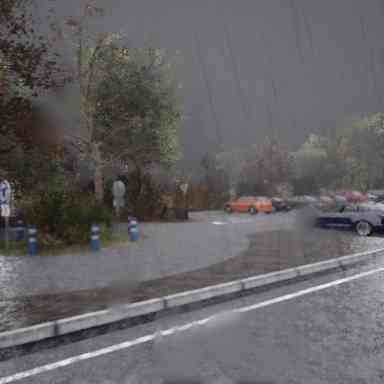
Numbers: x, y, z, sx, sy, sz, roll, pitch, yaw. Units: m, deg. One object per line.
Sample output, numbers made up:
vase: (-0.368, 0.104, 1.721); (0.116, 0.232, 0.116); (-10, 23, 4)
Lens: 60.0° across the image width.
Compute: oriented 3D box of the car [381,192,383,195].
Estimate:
car: (21.101, 1.041, 41.400); (2.097, 1.535, 5.008); (0, 0, -35)

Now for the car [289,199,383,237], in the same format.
car: (7.650, 1.282, 16.604); (2.163, 1.488, 4.792); (-1, 0, -35)

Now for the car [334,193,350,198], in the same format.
car: (14.176, 1.143, 36.501); (2.163, 1.488, 4.792); (-1, 0, -35)

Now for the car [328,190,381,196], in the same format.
car: (18.793, 0.816, 39.750); (2.435, 2.045, 5.566); (-1, 0, -35)

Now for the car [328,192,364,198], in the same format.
car: (16.486, 1.120, 38.125); (2.163, 1.488, 4.792); (-1, 0, -35)

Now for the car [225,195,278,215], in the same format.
car: (5.040, 1.080, 30.074); (2.185, 1.767, 4.553); (-1, 0, -35)

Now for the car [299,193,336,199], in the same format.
car: (11.948, 1.137, 34.978); (2.231, 1.521, 4.892); (-1, 0, -35)

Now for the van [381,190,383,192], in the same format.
van: (25.890, 0.699, 44.628); (1.878, 1.987, 4.442); (-2, 1, -35)

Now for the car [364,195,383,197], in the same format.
car: (14.494, 1.180, 21.610); (1.946, 1.575, 5.366); (-1, 0, -35)

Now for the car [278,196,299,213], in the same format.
car: (7.233, 1.183, 31.649); (2.097, 1.535, 5.008); (-1, 0, -35)

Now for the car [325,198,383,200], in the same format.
car: (9.978, 1.269, 18.208); (2.002, 1.452, 4.674); (-1, 0, -35)
